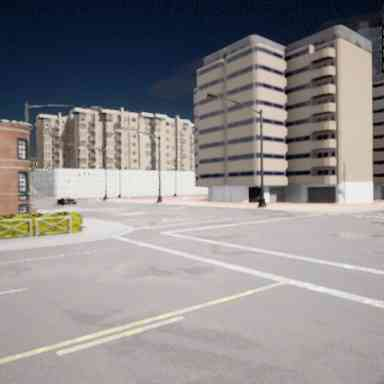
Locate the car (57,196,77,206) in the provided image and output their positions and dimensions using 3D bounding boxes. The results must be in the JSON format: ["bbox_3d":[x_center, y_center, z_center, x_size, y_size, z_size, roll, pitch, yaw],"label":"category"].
[{"bbox_3d":[-18.830,1.356,50.039,1.994,1.385,4.181,-1,1,-37],"label":"car"}]
